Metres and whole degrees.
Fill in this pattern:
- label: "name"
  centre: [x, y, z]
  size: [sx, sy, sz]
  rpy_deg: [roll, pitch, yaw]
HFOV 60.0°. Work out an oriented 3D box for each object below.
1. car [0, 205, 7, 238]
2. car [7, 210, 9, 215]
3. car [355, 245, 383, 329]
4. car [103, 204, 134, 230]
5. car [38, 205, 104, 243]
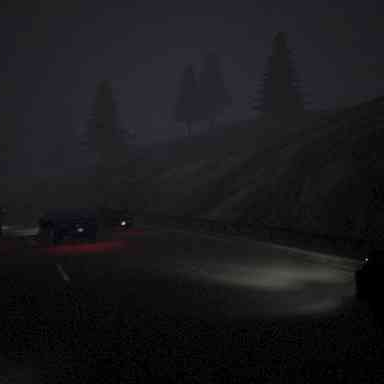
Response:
- label: "car"
  centre: [-11.159, 1.546, 17.311]
  size: [1.837, 1.490, 4.892]
  rpy_deg: [0, -1, -37]
- label: "car"
  centre: [-18.200, 1.623, 29.563]
  size: [5.357, 1.411, 2.033]
  rpy_deg: [0, 0, 40]
- label: "car"
  centre: [4.753, 1.212, 3.878]
  size: [2.150, 2.045, 5.566]
  rpy_deg: [0, 0, -22]
- label: "car"
  centre: [-5.441, 1.542, 21.283]
  size: [1.837, 1.490, 4.892]
  rpy_deg: [0, 0, -37]
- label: "car"
  centre: [-6.304, 1.510, 16.597]
  size: [1.882, 1.535, 5.008]
  rpy_deg: [0, 0, -35]
